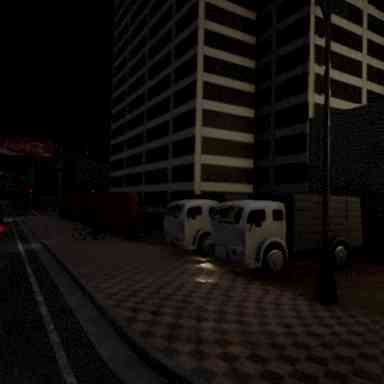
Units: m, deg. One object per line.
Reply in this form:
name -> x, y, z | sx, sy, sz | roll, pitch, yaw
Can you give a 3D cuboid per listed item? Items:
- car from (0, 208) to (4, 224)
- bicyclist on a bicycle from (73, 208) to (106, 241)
car -> -16.874, 1.695, 27.658 | 2.097, 1.767, 4.553 | 2, -2, -30
bicyclist on a bicycle -> -5.130, 1.644, 16.787 | 1.656, 1.620, 0.582 | 2, -2, -30
